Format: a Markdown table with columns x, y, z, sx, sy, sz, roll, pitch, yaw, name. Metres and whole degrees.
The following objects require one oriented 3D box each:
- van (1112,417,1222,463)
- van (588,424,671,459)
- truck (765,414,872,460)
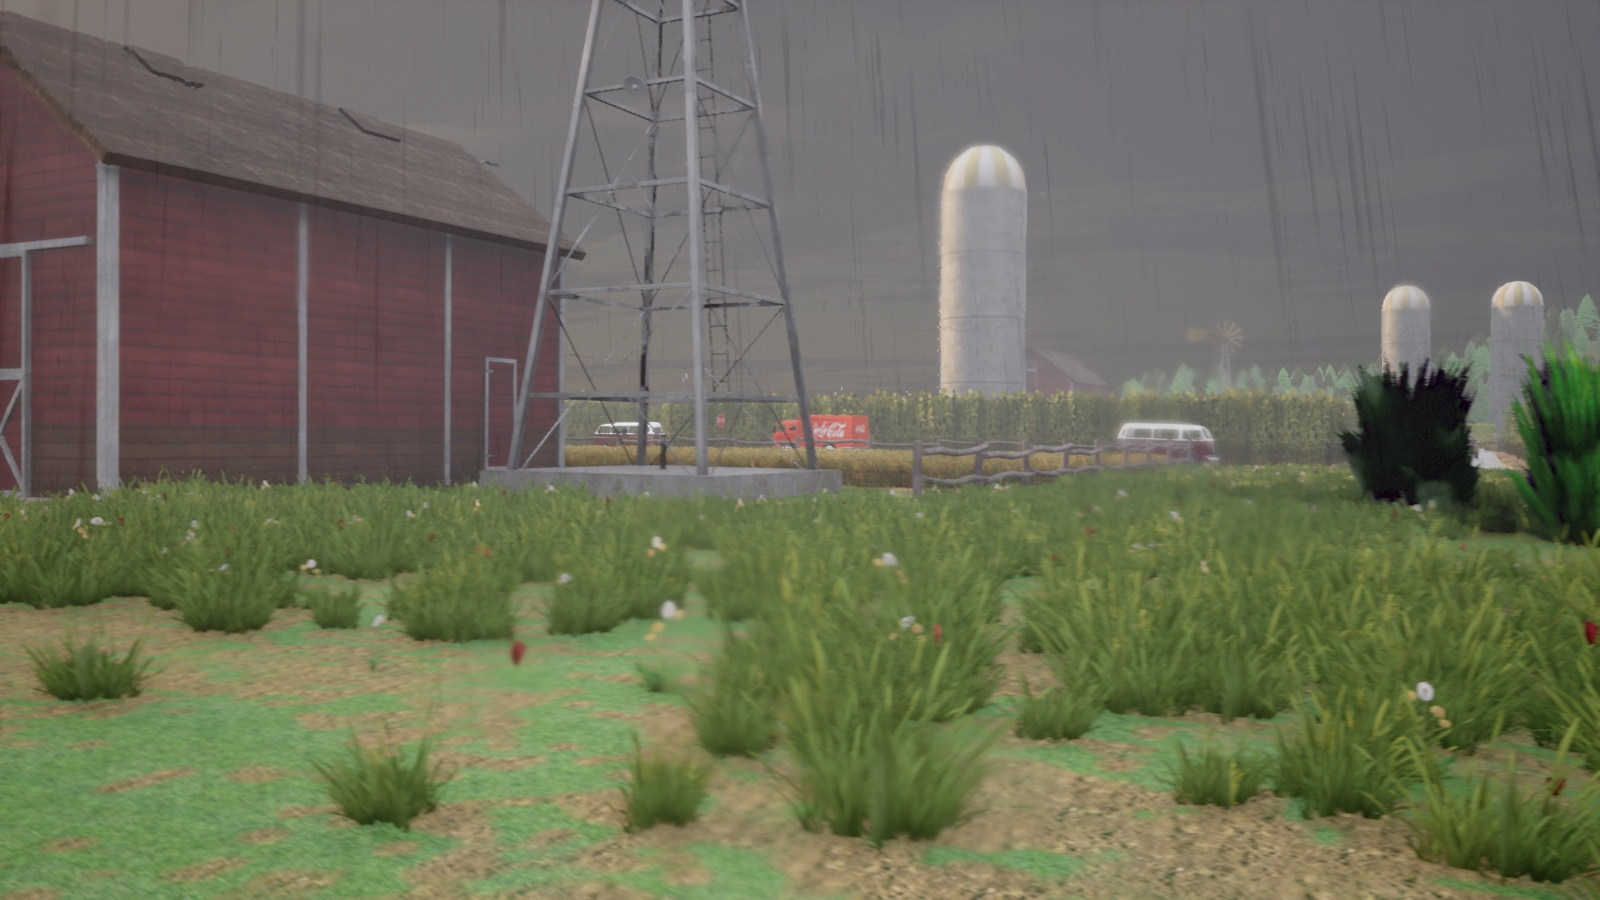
| x | y | z | sx | sy | sz | roll | pitch | yaw | name |
| --- | --- | --- | --- | --- | --- | --- | --- | --- | --- |
| 16.761 | -0.485 | 57.326 | 4.480 | 2.038 | 2.069 | 1 | 1 | 28 | van |
| -10.203 | -0.478 | 75.129 | 4.480 | 2.038 | 2.069 | 0 | 1 | 27 | van |
| 1.016 | -0.708 | 69.192 | 5.204 | 2.467 | 2.627 | 0 | 1 | 28 | truck |
